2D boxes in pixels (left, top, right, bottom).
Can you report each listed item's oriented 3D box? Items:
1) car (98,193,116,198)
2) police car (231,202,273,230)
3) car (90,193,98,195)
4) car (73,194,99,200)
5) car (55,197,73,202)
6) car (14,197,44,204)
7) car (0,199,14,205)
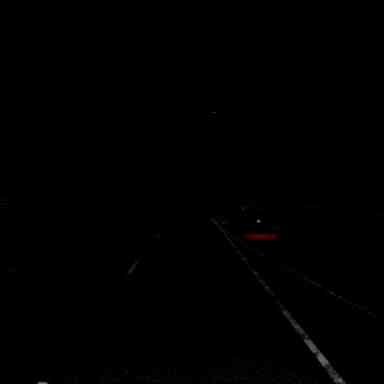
[{"bbox_3d":[-17.503,1.259,70.442,2.150,2.045,5.566,0,0,0],"label":"car"},{"bbox_3d":[3.674,1.437,21.380,1.930,1.638,5.238,0,0,-2],"label":"police car"},{"bbox_3d":[-21.003,1.259,70.442,2.150,2.045,5.566,0,0,0],"label":"car"},{"bbox_3d":[-17.550,1.533,55.127,1.837,1.490,4.892,0,0,1],"label":"car"},{"bbox_3d":[-21.045,1.506,55.218,1.882,1.535,5.008,0,0,1],"label":"car"},{"bbox_3d":[-17.589,1.583,37.300,1.994,1.385,4.181,0,0,0],"label":"car"},{"bbox_3d":[-21.089,1.545,37.624,1.812,1.442,4.674,0,0,0],"label":"car"}]
